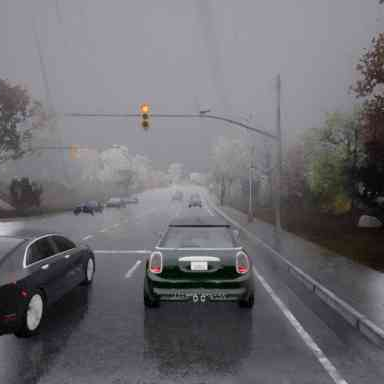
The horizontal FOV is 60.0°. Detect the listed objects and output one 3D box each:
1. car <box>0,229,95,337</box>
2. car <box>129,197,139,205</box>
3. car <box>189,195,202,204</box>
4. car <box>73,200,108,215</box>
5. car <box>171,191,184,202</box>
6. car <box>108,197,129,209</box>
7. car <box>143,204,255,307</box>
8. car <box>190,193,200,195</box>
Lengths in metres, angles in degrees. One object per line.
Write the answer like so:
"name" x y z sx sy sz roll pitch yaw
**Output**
"car" -3.377 1.505 6.627 1.837 1.490 4.892 0 0 0
"car" -10.136 1.460 55.885 1.994 1.385 4.181 0 2 1
"car" 0.488 1.538 50.064 2.033 1.411 5.357 0 0 1
"car" -10.353 1.599 33.616 1.895 1.301 4.718 0 0 1
"car" -2.984 1.067 64.608 2.033 1.411 5.357 0 3 1
"car" -10.246 1.475 44.946 1.882 1.535 5.008 0 0 1
"car" 0.143 1.352 8.127 2.097 1.767 4.553 0 0 0
"car" 0.597 0.838 69.002 2.033 1.411 5.357 0 3 1
